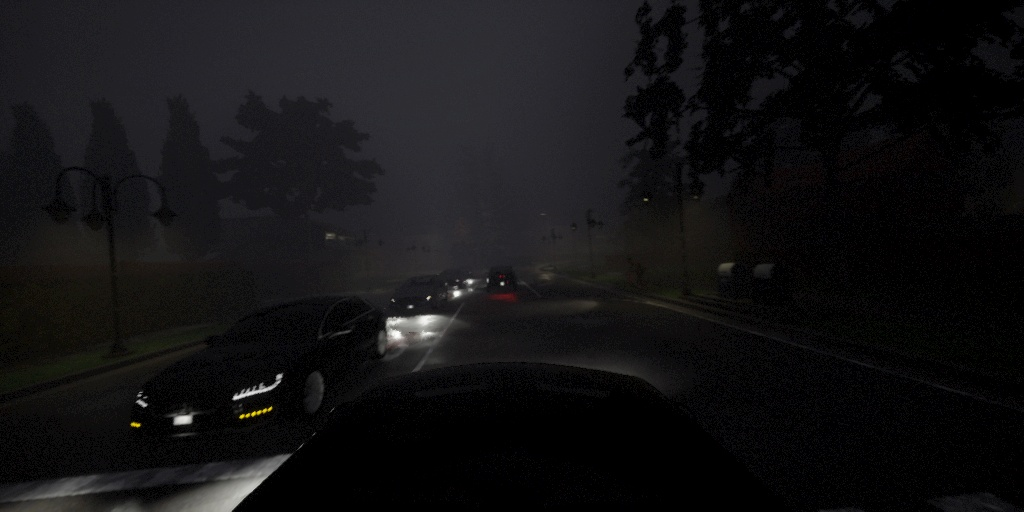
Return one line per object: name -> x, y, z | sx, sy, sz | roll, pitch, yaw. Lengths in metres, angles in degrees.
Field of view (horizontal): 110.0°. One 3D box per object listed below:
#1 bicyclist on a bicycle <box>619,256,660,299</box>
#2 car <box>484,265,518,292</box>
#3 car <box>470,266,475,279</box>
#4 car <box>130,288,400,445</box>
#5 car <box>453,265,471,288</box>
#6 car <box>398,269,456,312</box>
bicyclist on a bicycle -> 4.869, 0.790, 13.982 | 1.656, 1.620, 0.582 | -13, 0, -2
car -> -0.670, 1.334, 22.779 | 1.837, 1.490, 4.892 | -4, 0, -2
car -> -4.965, 1.684, 37.857 | 1.812, 1.442, 4.674 | -4, 0, -2
car -> -3.643, 1.514, 6.263 | 1.837, 1.490, 4.892 | -4, 0, -3
car -> -4.544, 1.657, 27.103 | 2.033, 1.411, 5.357 | -4, 0, -3
car -> -4.092, 1.607, 16.631 | 2.033, 1.411, 5.357 | -4, 0, -3
